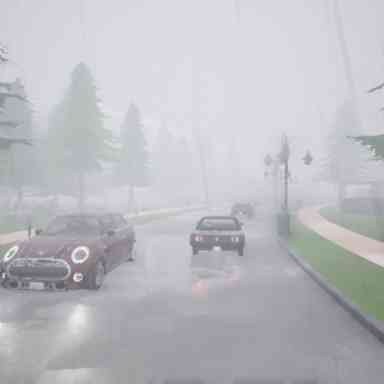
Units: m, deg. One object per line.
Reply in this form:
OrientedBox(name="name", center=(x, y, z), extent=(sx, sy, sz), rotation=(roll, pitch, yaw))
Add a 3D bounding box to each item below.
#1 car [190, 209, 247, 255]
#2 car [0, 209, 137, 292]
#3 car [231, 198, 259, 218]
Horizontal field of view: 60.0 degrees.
OrientedBox(name="car", center=(1.120, 1.603, 13.351), extent=(1.895, 1.301, 4.718), rotation=(0, 0, 7))
OrientedBox(name="car", center=(-3.006, 1.342, 9.094), extent=(2.097, 1.767, 4.553), rotation=(0, 0, 5))
OrientedBox(name="car", center=(4.759, 1.516, 30.478), extent=(1.837, 1.490, 4.892), rotation=(0, 0, 16))
